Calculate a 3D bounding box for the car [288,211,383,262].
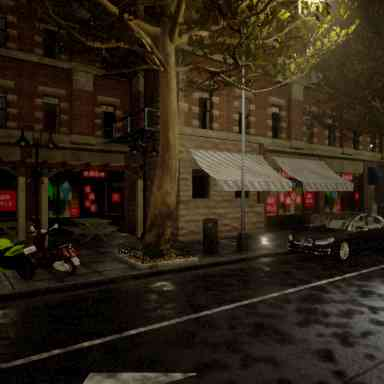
[{"bbox_3d":[5.563,1.481,12.214,4.892,1.521,2.231,0,0,-35],"label":"car"}]
